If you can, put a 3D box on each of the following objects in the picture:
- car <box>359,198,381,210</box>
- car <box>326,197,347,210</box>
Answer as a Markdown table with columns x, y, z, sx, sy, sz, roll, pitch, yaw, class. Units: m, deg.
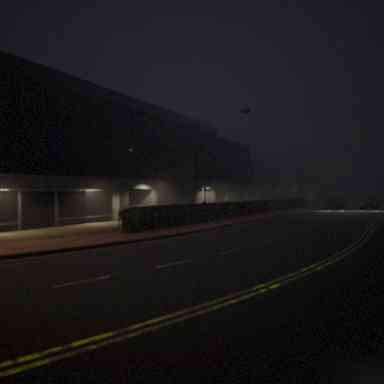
| x | y | z | sx | sy | sz | roll | pitch | yaw | class |
| --- | --- | --- | --- | --- | --- | --- | --- | --- | --- |
| 21.934 | 1.438 | 40.976 | 1.812 | 1.442 | 4.674 | 0 | 0 | 33 | car |
| 18.043 | 1.443 | 41.392 | 1.837 | 1.490 | 4.892 | 0 | 0 | 33 | car |
